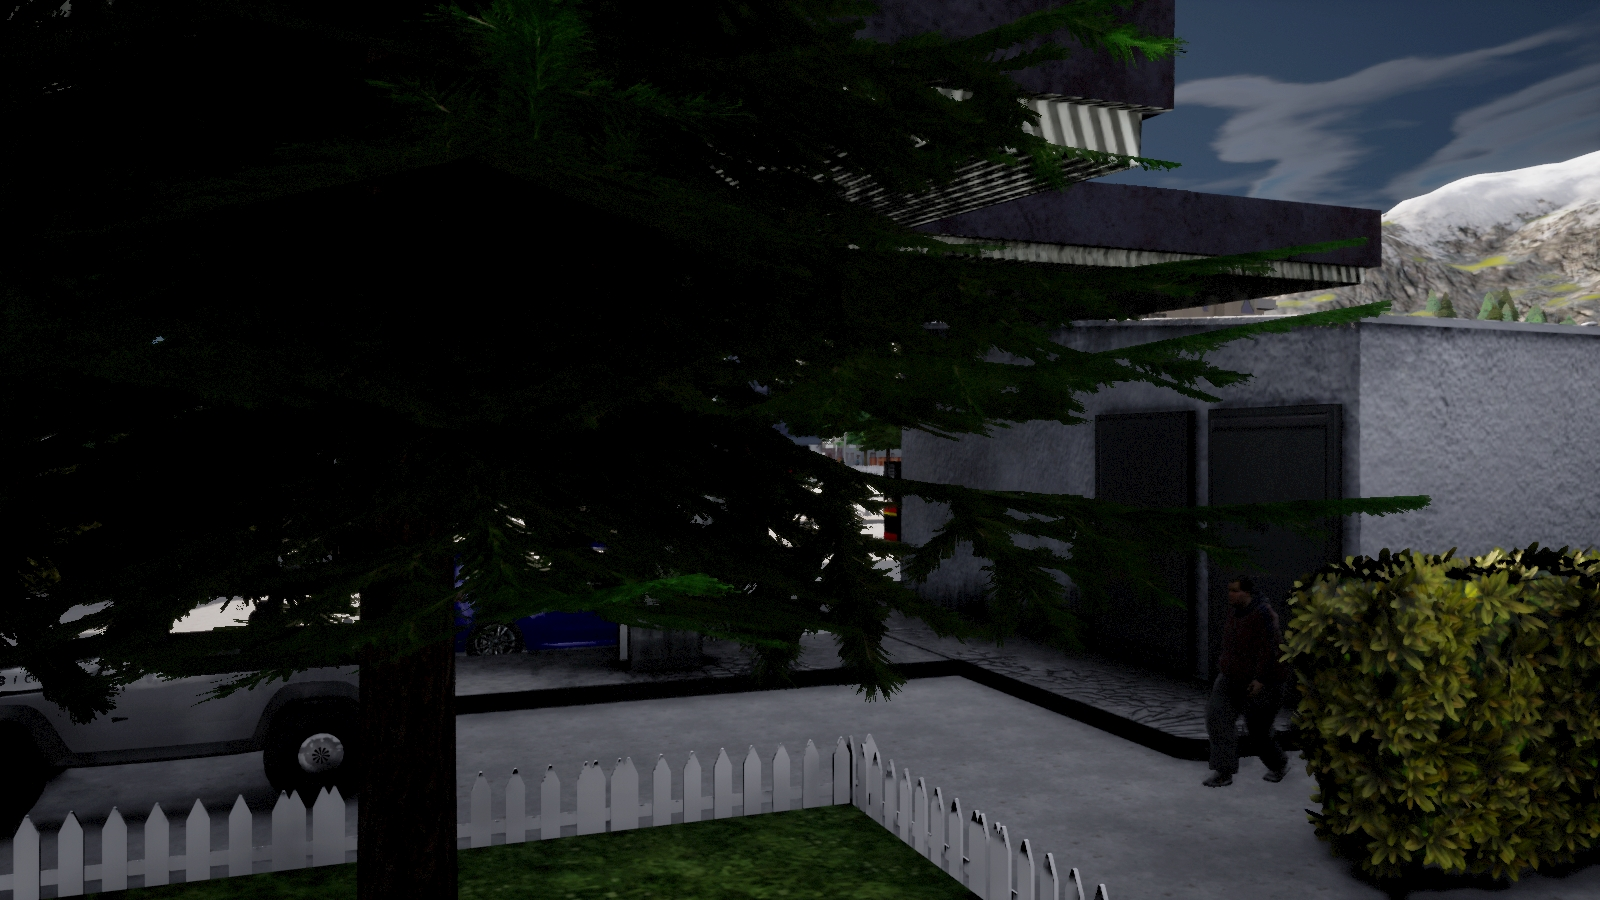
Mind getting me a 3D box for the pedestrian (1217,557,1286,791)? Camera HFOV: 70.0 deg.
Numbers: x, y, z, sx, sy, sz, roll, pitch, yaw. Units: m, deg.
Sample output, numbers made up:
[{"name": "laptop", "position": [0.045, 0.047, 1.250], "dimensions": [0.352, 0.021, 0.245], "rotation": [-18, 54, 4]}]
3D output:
[{"name": "pedestrian", "position": [3.771, 1.845, 9.550], "dimensions": [0.375, 1.860, 0.375], "rotation": [0, 0, -21]}]
